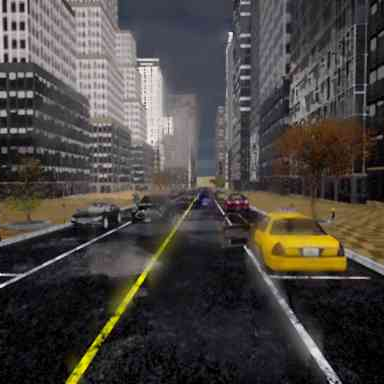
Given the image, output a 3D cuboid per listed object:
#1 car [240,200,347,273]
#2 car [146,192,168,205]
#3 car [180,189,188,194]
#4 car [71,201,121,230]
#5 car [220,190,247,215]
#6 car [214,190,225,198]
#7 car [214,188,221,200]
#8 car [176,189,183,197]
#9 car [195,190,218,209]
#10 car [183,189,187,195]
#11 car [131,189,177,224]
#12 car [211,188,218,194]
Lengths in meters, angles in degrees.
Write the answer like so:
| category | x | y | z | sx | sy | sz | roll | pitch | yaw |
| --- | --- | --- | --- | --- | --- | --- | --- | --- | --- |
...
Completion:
| category | x | y | z | sx | sy | sz | roll | pitch | yaw |
| --- | --- | --- | --- | --- | --- | --- | --- | --- | --- |
| car | 2.716 | 1.242 | 9.879 | 1.801 | 1.575 | 5.366 | 0 | 1 | 2 |
| car | -4.158 | 0.723 | 40.349 | 2.008 | 1.369 | 4.403 | -1 | 1 | 2 |
| car | -2.193 | -0.255 | 90.926 | 1.802 | 1.307 | 4.206 | -1 | 1 | 2 |
| car | -5.032 | 1.184 | 17.871 | 2.008 | 1.369 | 4.403 | -1 | 1 | 2 |
| car | 3.776 | 0.834 | 28.783 | 1.967 | 1.590 | 4.097 | -1 | 1 | 2 |
| car | 5.089 | 0.277 | 62.502 | 1.947 | 1.339 | 4.313 | -1 | 1 | 2 |
| car | 4.658 | 0.459 | 51.433 | 1.752 | 1.417 | 4.829 | -1 | 1 | 2 |
| car | -3.288 | 0.159 | 62.825 | 1.967 | 1.590 | 4.097 | -1 | 1 | 2 |
| car | 1.302 | 0.845 | 32.662 | 1.812 | 1.442 | 4.674 | 0 | 1 | 3 |
| car | -2.630 | -0.071 | 79.686 | 1.887 | 1.381 | 4.507 | -1 | 1 | 2 |
| car | -2.325 | 0.927 | 20.476 | 2.097 | 1.767 | 4.553 | 0 | 1 | 2 |
| car | 6.186 | -0.322 | 90.769 | 1.752 | 1.417 | 4.829 | -1 | 1 | 2 |
